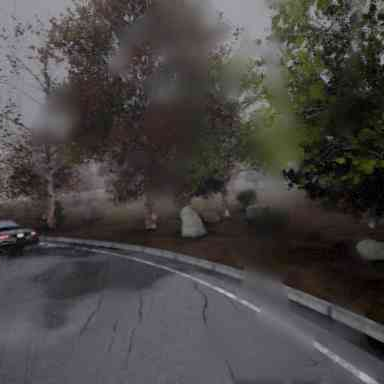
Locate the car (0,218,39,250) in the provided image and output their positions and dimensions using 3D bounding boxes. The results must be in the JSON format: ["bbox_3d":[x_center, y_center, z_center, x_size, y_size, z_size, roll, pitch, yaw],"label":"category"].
[{"bbox_3d":[-8.887,1.768,13.939,5.357,1.411,2.033,-1,0,26],"label":"car"}]
